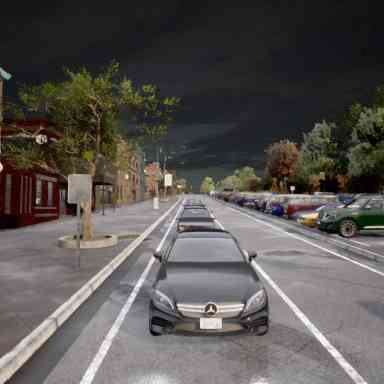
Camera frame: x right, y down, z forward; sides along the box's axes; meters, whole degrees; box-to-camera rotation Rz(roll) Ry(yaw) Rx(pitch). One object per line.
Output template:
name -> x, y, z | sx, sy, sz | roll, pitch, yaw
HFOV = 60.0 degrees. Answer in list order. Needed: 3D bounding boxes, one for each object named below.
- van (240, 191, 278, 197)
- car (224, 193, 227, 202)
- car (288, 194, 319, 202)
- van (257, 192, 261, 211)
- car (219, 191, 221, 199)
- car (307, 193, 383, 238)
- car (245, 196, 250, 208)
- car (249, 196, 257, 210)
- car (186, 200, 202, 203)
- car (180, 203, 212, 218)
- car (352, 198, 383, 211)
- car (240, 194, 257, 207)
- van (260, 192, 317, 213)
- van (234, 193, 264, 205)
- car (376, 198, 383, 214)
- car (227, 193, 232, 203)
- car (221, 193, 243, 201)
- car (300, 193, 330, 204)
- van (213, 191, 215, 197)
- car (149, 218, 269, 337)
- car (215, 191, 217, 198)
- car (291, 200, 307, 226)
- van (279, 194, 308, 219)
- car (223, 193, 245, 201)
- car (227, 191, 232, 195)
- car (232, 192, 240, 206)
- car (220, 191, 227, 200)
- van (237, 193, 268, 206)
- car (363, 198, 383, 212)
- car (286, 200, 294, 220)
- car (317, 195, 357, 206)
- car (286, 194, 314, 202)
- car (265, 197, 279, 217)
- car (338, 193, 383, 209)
van -> 9.185, 1.163, 45.094 | 4.442, 1.987, 1.878 | 0, 0, 0
car -> 8.941, 1.279, 61.912 | 4.674, 1.452, 2.002 | 0, 1, 0
car -> 21.814, 1.209, 65.208 | 5.366, 1.575, 1.946 | 0, 0, 0
van -> 9.268, 1.222, 33.873 | 4.442, 1.987, 1.878 | 0, 0, 0
car -> 8.874, 0.938, 67.515 | 5.566, 2.045, 2.435 | 0, 1, 0
car -> 9.247, 1.221, 17.051 | 5.566, 2.045, 2.435 | 0, 0, 0
car -> 9.107, 1.466, 39.484 | 4.674, 1.452, 2.002 | 0, 0, 0
car -> 9.159, 1.470, 36.676 | 4.792, 1.488, 2.163 | 0, 0, 0
car -> 0.211, 1.442, 29.870 | 2.128, 1.511, 4.902 | 0, 0, 0
car -> 0.188, 1.532, 17.422 | 2.033, 1.411, 5.357 | 0, 0, 0
car -> 22.213, 1.452, 40.229 | 4.792, 1.488, 2.163 | 0, 0, 0
car -> 9.095, 1.409, 42.287 | 4.892, 1.521, 2.231 | 0, 0, 0
van -> 9.055, 1.230, 31.070 | 4.442, 1.987, 1.878 | 0, 0, 0
van -> 9.123, 1.089, 53.501 | 4.442, 1.987, 1.878 | 0, 1, 0
car -> 22.410, 1.444, 34.675 | 5.366, 1.575, 1.946 | 0, 0, 0
car -> 8.979, 1.290, 56.306 | 4.892, 1.521, 2.231 | 0, 1, 0
car -> 8.830, 1.014, 73.123 | 4.553, 1.767, 2.185 | 0, 1, 0
car -> 22.072, 1.136, 59.659 | 4.553, 1.767, 2.185 | 0, 1, 0
van -> 8.620, 0.764, 89.940 | 4.442, 1.987, 1.878 | 0, 1, 0
car -> 0.251, 1.524, 6.843 | 1.812, 1.442, 4.674 | 0, 0, 0
car -> 8.794, 1.065, 81.533 | 5.008, 1.535, 2.097 | 0, 1, 0
car -> 9.069, 1.466, 19.854 | 5.366, 1.575, 1.946 | 0, 0, 0
van -> 9.330, 1.237, 25.462 | 4.442, 1.987, 1.878 | 0, 0, 0
car -> 8.851, 1.039, 70.319 | 4.553, 1.767, 2.185 | 0, 1, 0
car -> 8.996, 1.139, 59.107 | 4.553, 1.767, 2.185 | 0, 1, 0
car -> 9.019, 1.113, 47.893 | 5.566, 2.045, 2.435 | 0, 1, 0
car -> 8.895, 0.963, 64.712 | 5.566, 2.045, 2.435 | 0, 1, 0
van -> 9.143, 1.113, 50.698 | 4.442, 1.987, 1.878 | 0, 1, 0
car -> 22.175, 1.469, 37.446 | 4.792, 1.488, 2.163 | 0, 0, 0
car -> 9.236, 1.506, 22.658 | 4.674, 1.452, 2.002 | 0, 0, 0
car -> 22.288, 1.332, 51.333 | 5.366, 1.575, 1.946 | 0, 1, 0
car -> 21.985, 1.188, 67.986 | 4.892, 1.521, 2.231 | 0, 1, 0
car -> 9.187, 1.460, 28.264 | 5.008, 1.535, 2.097 | 0, 0, 0
car -> 22.135, 1.153, 43.002 | 5.566, 2.045, 2.435 | 0, 0, 0
